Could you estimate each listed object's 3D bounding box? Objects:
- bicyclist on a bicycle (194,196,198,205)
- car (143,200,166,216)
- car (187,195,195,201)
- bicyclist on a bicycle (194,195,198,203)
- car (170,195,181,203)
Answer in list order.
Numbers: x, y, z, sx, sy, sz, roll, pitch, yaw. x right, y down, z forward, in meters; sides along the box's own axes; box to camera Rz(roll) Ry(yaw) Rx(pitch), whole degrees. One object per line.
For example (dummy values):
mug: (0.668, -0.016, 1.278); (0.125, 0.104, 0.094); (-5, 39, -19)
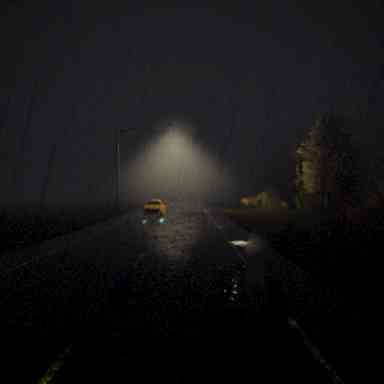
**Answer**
bicyclist on a bicycle: (0.833, 1.549, 61.548); (0.582, 1.620, 1.656); (0, -1, 0)
car: (-3.666, 1.529, 32.896); (1.882, 1.535, 5.008); (0, 0, 0)
car: (-0.185, 1.466, 87.351); (1.882, 1.535, 5.008); (0, 0, 0)
bicyclist on a bicycle: (0.817, 1.548, 71.194); (0.866, 1.612, 1.509); (0, -1, 0)
car: (-3.657, 1.463, 74.074); (2.097, 1.767, 4.553); (0, 0, 0)
